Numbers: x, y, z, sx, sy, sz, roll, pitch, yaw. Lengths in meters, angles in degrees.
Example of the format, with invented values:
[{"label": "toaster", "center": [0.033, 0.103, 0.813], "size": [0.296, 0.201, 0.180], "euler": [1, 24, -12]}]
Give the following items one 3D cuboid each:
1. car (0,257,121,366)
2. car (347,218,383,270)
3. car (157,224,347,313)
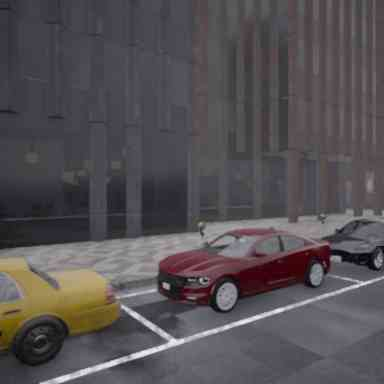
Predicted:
[{"label": "car", "center": [-3.380, 1.526, 4.238], "size": [4.829, 1.417, 1.752], "euler": [0, 0, -36]}, {"label": "car", "center": [5.933, 1.542, 10.887], "size": [4.313, 1.339, 1.947], "euler": [0, 0, -36]}, {"label": "car", "center": [1.346, 1.533, 7.612], "size": [4.507, 1.381, 1.887], "euler": [0, 0, -36]}]
